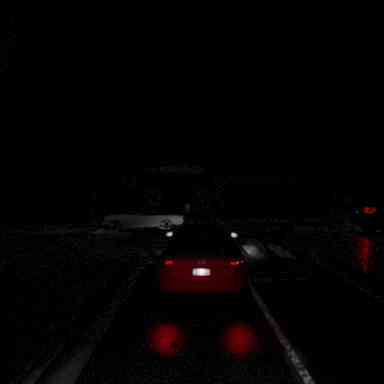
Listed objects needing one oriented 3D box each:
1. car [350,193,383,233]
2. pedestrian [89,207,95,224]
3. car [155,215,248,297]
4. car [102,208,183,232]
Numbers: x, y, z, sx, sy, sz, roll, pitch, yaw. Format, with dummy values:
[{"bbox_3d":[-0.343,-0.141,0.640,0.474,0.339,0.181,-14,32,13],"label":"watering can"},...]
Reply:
[{"bbox_3d":[10.957,1.041,16.711,5.566,2.045,2.150,0,-1,0],"label":"car"},{"bbox_3d":[-6.810,1.611,22.654,0.500,1.100,0.500,0,0,0],"label":"pedestrian"},{"bbox_3d":[0.246,1.537,8.556,1.994,1.385,4.181,0,0,2],"label":"car"},{"bbox_3d":[-2.823,1.602,19.723,4.718,1.301,1.895,-1,-1,0],"label":"car"}]
